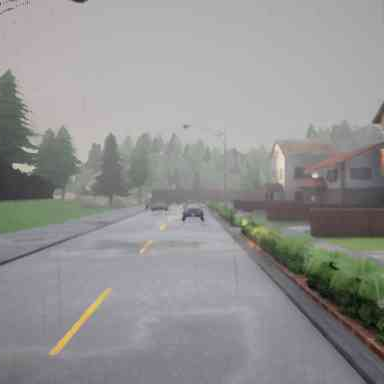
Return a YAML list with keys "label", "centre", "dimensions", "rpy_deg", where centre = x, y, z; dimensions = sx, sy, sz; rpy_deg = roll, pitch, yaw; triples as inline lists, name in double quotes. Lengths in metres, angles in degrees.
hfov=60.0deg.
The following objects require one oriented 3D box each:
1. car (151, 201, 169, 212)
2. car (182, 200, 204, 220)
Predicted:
- label: "car"
  centre: [-4.050, 1.811, 42.767]
  dimensions: [1.994, 1.385, 4.181]
  rpy_deg: [0, 0, 0]
- label: "car"
  centre: [0.105, 1.698, 29.764]
  dimensions: [1.812, 1.442, 4.674]
  rpy_deg: [0, 0, 0]
